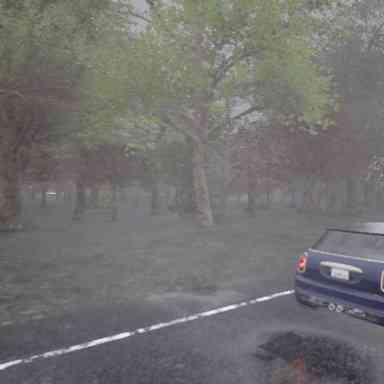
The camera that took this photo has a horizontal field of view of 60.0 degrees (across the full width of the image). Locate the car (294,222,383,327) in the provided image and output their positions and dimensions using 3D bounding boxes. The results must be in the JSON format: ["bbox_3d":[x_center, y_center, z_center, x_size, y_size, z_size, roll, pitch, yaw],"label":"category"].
[{"bbox_3d":[4.201,1.403,6.773,4.553,1.767,2.097,1,0,-35],"label":"car"}]
